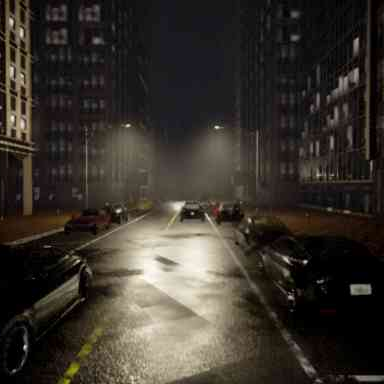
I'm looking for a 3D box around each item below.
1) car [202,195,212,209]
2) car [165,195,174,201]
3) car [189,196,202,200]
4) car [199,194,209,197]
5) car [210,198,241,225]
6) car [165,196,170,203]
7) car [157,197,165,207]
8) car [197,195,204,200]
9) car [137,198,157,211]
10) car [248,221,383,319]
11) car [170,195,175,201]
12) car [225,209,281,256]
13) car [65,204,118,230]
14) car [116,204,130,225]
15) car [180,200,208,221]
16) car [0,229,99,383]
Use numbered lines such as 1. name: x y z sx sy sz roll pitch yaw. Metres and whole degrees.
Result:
1. car: 2.573 1.473 41.370 1.967 1.590 4.097 -1 0 0
2. car: -5.916 1.588 86.802 1.947 1.339 4.313 -1 0 0
3. car: -0.011 1.634 44.610 1.895 1.301 4.718 0 0 0
4. car: 2.516 1.352 64.068 2.192 1.841 5.009 -1 0 0
5. car: 2.615 1.466 24.347 1.967 1.590 4.097 -1 0 0
6. car: -5.861 1.586 64.105 2.008 1.369 4.403 -1 0 0
7. car: -5.834 1.585 52.756 2.008 1.369 4.403 -1 0 0
8. car: 2.450 1.543 92.613 1.752 1.417 4.829 -1 0 0
9. car: -5.790 1.557 41.239 1.752 1.417 4.829 -1 0 0
10. car: 2.659 1.575 7.324 1.947 1.339 4.313 -1 0 0
11. car: -5.902 1.593 81.128 1.947 1.339 4.313 -1 0 0
12. car: 2.645 1.566 12.998 2.008 1.369 4.403 -1 0 0
13. car: -5.716 1.602 18.713 1.802 1.307 4.206 -1 0 0
14. car: -5.730 1.591 24.386 1.947 1.339 4.313 -1 0 0
15. car: 0.032 1.592 27.186 1.994 1.385 4.181 0 0 0
16. car: -3.090 1.570 5.280 1.994 1.385 4.181 0 0 0
